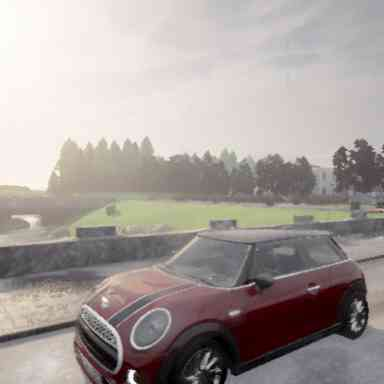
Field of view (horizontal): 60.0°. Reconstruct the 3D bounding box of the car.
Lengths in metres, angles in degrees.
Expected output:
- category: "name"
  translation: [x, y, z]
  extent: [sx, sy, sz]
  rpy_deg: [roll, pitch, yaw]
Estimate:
- category: "car"
  translation: [0.661, 1.379, 5.067]
  extent: [4.553, 1.767, 2.097]
  rpy_deg: [0, 0, -35]
